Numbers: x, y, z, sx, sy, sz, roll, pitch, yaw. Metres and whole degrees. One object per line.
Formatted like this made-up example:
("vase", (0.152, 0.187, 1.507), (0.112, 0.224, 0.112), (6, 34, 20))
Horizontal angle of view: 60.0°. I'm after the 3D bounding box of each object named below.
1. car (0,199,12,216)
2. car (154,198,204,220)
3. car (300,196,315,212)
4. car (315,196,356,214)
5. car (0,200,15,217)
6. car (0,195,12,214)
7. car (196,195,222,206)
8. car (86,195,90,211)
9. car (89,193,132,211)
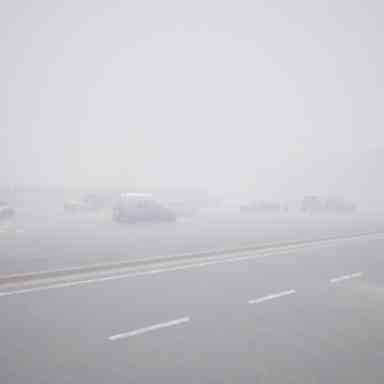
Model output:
("car", (-18.525, 1.388, 29.873), (3.905, 1.438, 1.784), (1, 0, -35))
("car", (-1.196, 1.533, 31.542), (3.806, 1.475, 1.970), (1, 0, -35))
("car", (14.618, 1.426, 39.441), (3.866, 1.878, 1.905), (1, 0, -35))
("car", (16.248, 1.422, 37.049), (4.605, 1.855, 1.932), (1, 0, -35))
("car", (-16.851, 1.419, 27.511), (3.806, 1.475, 1.970), (1, 0, -35))
("car", (-20.117, 1.177, 32.033), (4.605, 1.855, 1.932), (1, 0, -35))
("car", (3.235, 1.430, 55.426), (3.866, 1.878, 1.905), (1, 0, -35))
("car", (-12.668, 1.505, 47.673), (3.905, 1.438, 1.784), (1, 0, -35))
("car", (-11.044, 1.294, 45.274), (4.605, 1.855, 1.932), (1, 0, -35))
